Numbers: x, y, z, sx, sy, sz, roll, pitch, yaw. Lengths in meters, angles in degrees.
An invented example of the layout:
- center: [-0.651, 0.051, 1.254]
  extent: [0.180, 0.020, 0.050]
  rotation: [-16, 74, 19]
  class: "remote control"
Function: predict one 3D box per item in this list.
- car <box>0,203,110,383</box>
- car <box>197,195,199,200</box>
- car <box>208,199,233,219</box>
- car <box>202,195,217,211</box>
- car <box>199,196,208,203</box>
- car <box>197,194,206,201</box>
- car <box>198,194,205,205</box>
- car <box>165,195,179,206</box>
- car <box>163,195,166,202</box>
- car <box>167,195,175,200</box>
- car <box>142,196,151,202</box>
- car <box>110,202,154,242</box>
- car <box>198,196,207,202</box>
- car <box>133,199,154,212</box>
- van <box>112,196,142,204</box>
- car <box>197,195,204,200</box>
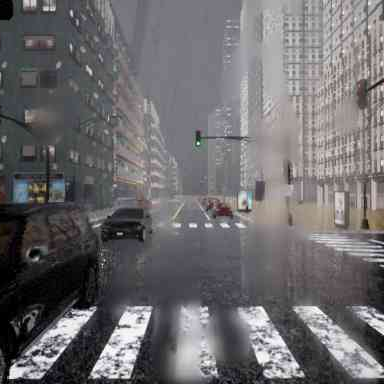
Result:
- center: [-3.014, 1.228, 4.915]
  extent: [2.150, 2.045, 5.566]
  rotation: [0, 0, 0]
  class: "car"
- center: [2.504, 1.600, 67.829]
  extent: [2.008, 1.369, 4.403]
  rotation: [0, 0, 0]
  class: "car"
- center: [2.615, 1.596, 29.135]
  extent: [1.802, 1.307, 4.206]
  rotation: [0, 0, 0]
  class: "car"
- center: [2.584, 1.461, 40.191]
  extent: [1.967, 1.590, 4.097]
  rotation: [0, 0, 0]
  class: "car"
- center: [2.488, 1.601, 73.356]
  extent: [1.887, 1.381, 4.507]
  rotation: [0, 0, 0]
  class: "car"
- center: [2.458, 1.386, 84.412]
  extent: [2.192, 1.841, 5.009]
  rotation: [0, 0, 0]
  class: "car"
- center: [2.537, 1.476, 56.773]
  extent: [1.967, 1.590, 4.097]
  rotation: [0, 0, 0]
  class: "car"
- center: [-3.162, 1.599, 56.996]
  extent: [1.895, 1.301, 4.718]
  rotation: [0, 0, 0]
  class: "car"
- center: [-5.907, 1.503, 78.860]
  extent: [1.967, 1.590, 4.097]
  rotation: [0, 0, 0]
  class: "car"
- center: [-5.956, 1.653, 95.443]
  extent: [1.947, 1.339, 4.313]
  rotation: [0, 0, 0]
  class: "car"
- center: [-5.780, 1.333, 34.640]
  extent: [2.192, 1.841, 5.009]
  rotation: [0, 0, 0]
  class: "car"
- center: [-3.047, 1.490, 16.538]
  extent: [1.882, 1.535, 5.008]
  rotation: [0, 0, 0]
  class: "car"
- center: [2.472, 1.645, 78.884]
  extent: [1.802, 1.307, 4.206]
  rotation: [0, 0, 0]
  class: "car"
- center: [-5.798, 1.566, 40.168]
  extent: [1.887, 1.381, 4.507]
  rotation: [0, 0, 0]
  class: "car"
- center: [-5.764, 1.355, 29.113]
  extent: [1.690, 1.788, 3.998]
  rotation: [0, 0, 0]
  class: "van"
- center: [2.425, 1.670, 95.467]
  extent: [1.802, 1.307, 4.206]
  rotation: [0, 0, 0]
  class: "car"
